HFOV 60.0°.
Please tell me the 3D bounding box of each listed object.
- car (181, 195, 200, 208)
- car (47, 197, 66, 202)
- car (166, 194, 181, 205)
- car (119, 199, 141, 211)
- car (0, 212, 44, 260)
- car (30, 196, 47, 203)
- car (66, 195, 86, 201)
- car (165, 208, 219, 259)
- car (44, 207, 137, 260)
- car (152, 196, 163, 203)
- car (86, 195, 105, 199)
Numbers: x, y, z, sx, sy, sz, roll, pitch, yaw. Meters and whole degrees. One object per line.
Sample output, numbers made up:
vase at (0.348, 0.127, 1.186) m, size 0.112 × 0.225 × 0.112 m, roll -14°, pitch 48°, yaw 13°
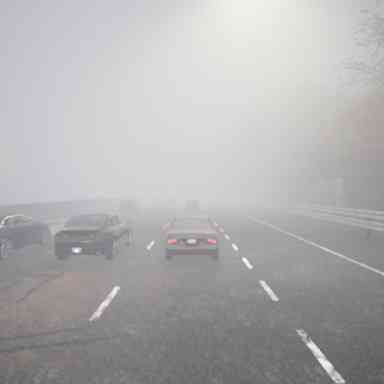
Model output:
car at (0.001, 1.512, 42.161) m, size 2.128 × 1.511 × 4.902 m, roll 0°, pitch 0°, yaw 0°
car at (-24.497, 1.676, 61.630) m, size 1.895 × 1.301 × 4.718 m, roll 0°, pitch 0°, yaw 0°
car at (-3.493, 1.595, 57.993) m, size 1.994 × 1.385 × 4.181 m, roll 0°, pitch 0°, yaw 0°
car at (-6.997, 1.530, 37.649) m, size 1.837 × 1.490 × 4.892 m, roll 0°, pitch 0°, yaw 0°
car at (-7.001, 1.502, 12.381) m, size 2.128 × 1.511 × 4.902 m, roll 0°, pitch 0°, yaw 0°
car at (-27.934, 1.549, 61.404) m, size 1.837 × 1.490 × 4.892 m, roll 0°, pitch 0°, yaw 1°
car at (-21.001, 1.426, 61.830) m, size 2.097 × 1.767 × 4.553 m, roll 0°, pitch 0°, yaw 0°
car at (-0.001, 1.553, 12.645) m, size 2.033 × 1.411 × 5.357 m, roll 0°, pitch 0°, yaw 0°
car at (-3.498, 1.515, 12.506) m, size 1.837 × 1.490 × 4.892 m, roll 0°, pitch 0°, yaw 0°
car at (-6.994, 1.586, 67.921) m, size 2.033 × 1.411 × 5.357 m, roll 0°, pitch 0°, yaw 0°
car at (-17.505, 1.408, 61.904) m, size 2.097 × 1.767 × 4.553 m, roll 0°, pitch 0°, yaw 0°
